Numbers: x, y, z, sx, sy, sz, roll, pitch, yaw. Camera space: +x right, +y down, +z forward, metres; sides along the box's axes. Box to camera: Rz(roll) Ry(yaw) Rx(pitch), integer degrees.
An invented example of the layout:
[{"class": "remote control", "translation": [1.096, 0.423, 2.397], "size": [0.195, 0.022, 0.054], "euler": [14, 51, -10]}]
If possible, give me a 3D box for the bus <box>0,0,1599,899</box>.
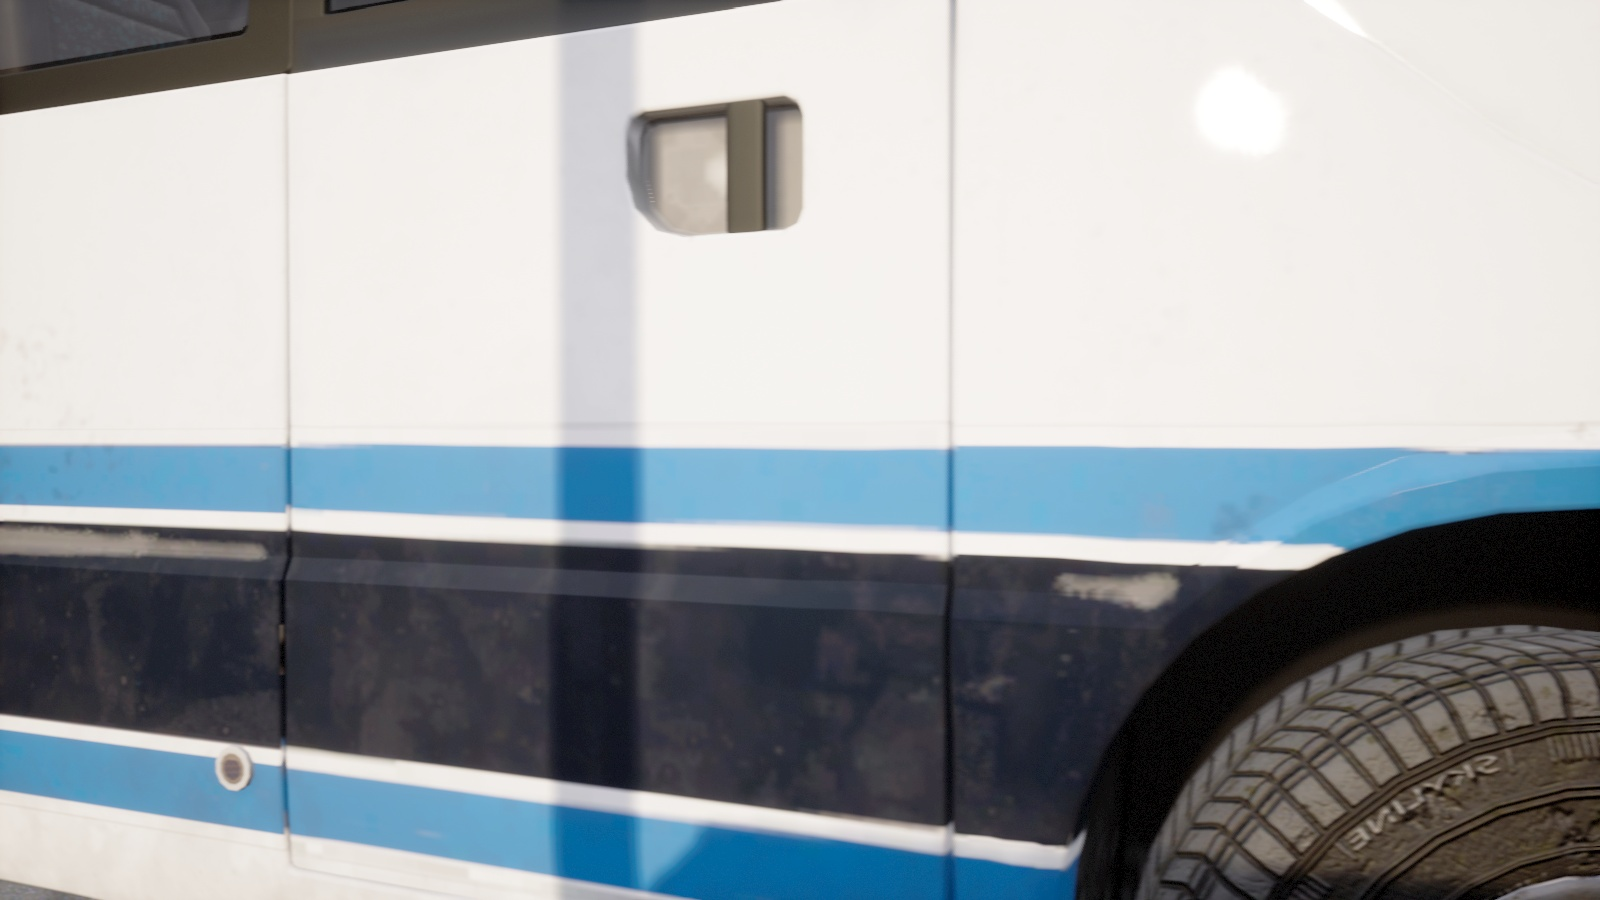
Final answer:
[{"class": "bus", "translation": [-1.146, -0.630, 4.238], "size": [10.273, 4.253, 3.944], "euler": [1, 1, 23]}]
